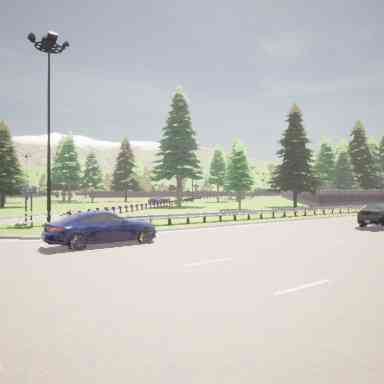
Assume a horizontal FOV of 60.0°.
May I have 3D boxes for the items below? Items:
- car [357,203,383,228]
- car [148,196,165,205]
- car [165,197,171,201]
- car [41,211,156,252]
[{"bbox_3d":[12.385,1.504,21.148,4.892,1.490,1.837,0,0,-35],"label":"car"},{"bbox_3d":[-6.658,1.526,59.571,1.812,1.442,4.674,0,0,5],"label":"car"},{"bbox_3d":[-5.664,1.601,69.798,1.895,1.301,4.718,0,0,5],"label":"car"},{"bbox_3d":[-3.756,1.525,13.956,4.674,1.442,1.812,0,0,-35],"label":"car"}]
